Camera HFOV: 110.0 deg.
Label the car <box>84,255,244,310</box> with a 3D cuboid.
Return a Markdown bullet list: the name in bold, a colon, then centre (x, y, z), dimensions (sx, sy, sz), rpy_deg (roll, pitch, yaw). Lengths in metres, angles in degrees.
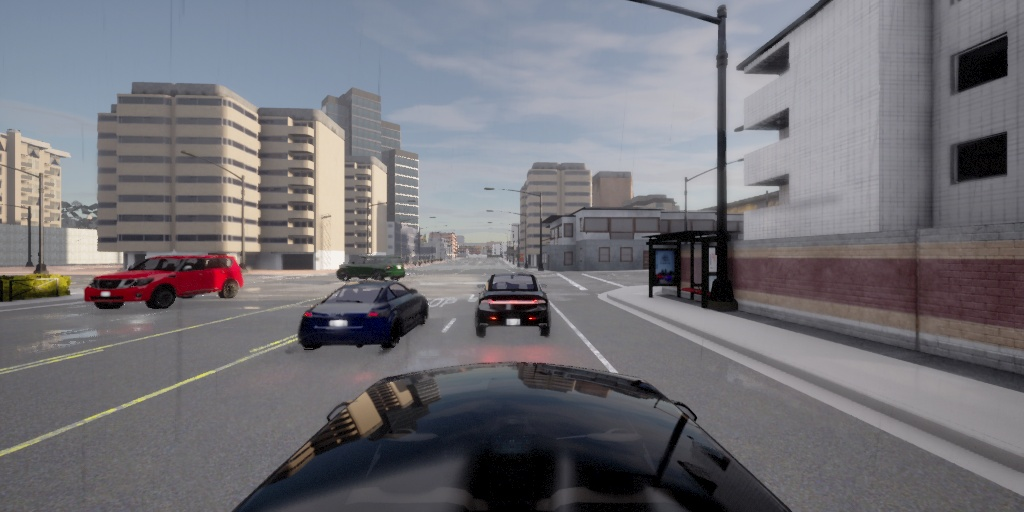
- **car**: centre (-14.143, 0.971, 15.190), dimensions (2.150, 2.045, 5.566), rpy_deg (0, 0, -1)

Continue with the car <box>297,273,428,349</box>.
- **car**: centre (-3.470, 1.313, 9.133), dimensions (1.994, 1.385, 4.181), rpy_deg (0, 0, -1)

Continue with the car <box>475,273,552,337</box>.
- **car**: centre (0.010, 1.242, 10.337), dimensions (2.128, 1.511, 4.902), rpy_deg (0, 0, -1)

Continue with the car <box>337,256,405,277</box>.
- **car**: centre (-11.146, 0.999, 28.369), dimensions (5.566, 2.045, 2.150), rpy_deg (0, -1, 21)
